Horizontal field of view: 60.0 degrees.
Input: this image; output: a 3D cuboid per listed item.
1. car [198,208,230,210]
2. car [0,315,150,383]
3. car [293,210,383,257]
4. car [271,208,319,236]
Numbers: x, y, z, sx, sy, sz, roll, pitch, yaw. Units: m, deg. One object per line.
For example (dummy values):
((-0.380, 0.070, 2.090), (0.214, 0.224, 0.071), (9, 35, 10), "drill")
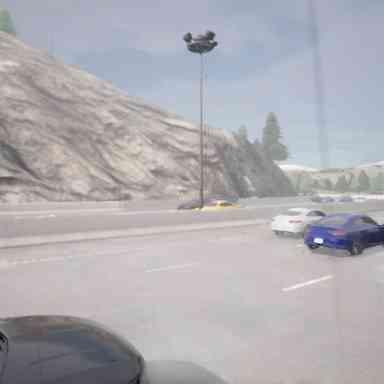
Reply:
((2.148, 1.510, 28.210), (5.008, 1.535, 1.882), (0, 0, -41), "car")
((-2.574, 1.510, 1.962), (4.892, 1.490, 1.837), (0, 0, -36), "car")
((6.226, 1.537, 13.083), (4.674, 1.442, 1.812), (0, 0, -39), "car")
((6.040, 1.542, 17.475), (4.674, 1.442, 1.812), (0, 0, -40), "car")
